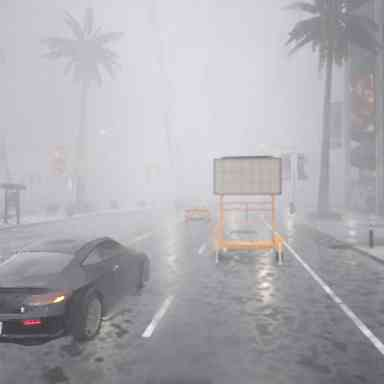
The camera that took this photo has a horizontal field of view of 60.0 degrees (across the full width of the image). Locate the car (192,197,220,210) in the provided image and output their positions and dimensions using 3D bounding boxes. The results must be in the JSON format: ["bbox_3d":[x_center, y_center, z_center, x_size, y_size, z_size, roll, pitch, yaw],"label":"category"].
[{"bbox_3d":[2.139,1.752,44.550,1.994,1.385,4.181,0,0,29],"label":"car"}]

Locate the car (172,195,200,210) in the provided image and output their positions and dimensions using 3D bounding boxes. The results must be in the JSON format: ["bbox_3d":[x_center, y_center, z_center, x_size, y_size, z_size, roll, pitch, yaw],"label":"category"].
[{"bbox_3d":[-0.619,1.427,46.964,2.150,2.045,5.566,-1,0,30],"label":"car"}]

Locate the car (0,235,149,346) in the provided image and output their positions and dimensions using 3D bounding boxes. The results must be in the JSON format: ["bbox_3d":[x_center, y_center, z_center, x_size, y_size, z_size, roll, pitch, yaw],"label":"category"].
[{"bbox_3d":[-2.219,1.560,6.497,1.812,1.442,4.674,0,0,8],"label":"car"}]

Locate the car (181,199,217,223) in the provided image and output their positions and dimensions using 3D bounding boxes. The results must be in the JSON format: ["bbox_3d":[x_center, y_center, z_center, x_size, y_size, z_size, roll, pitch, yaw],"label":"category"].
[{"bbox_3d":[0.641,1.592,26.735,1.882,1.535,5.008,0,0,8],"label":"car"}]

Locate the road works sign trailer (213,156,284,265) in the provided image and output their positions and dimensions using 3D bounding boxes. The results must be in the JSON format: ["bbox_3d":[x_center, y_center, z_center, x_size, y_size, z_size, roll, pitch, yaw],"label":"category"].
[{"bbox_3d":[1.986,0.512,12.012,2.380,3.560,2.880,0,0,8],"label":"road works sign trailer"}]
